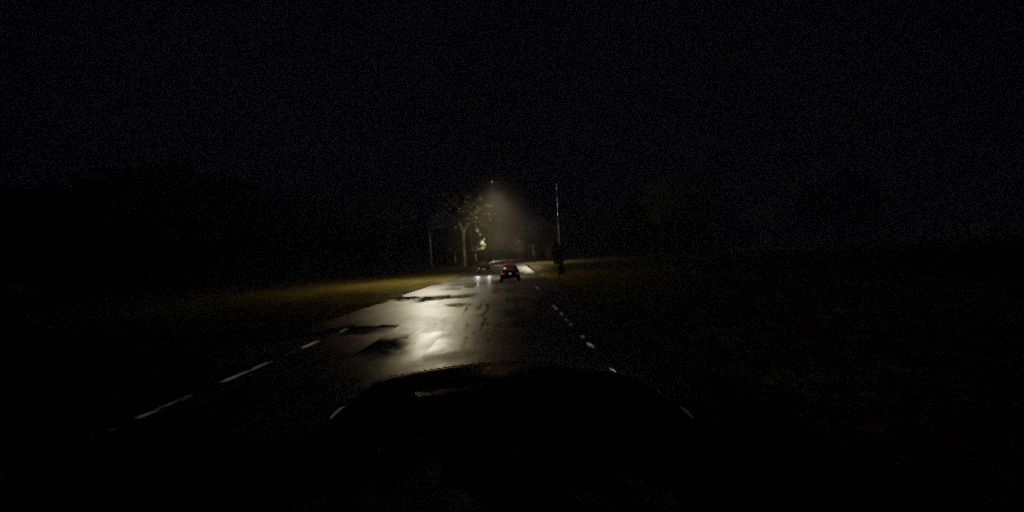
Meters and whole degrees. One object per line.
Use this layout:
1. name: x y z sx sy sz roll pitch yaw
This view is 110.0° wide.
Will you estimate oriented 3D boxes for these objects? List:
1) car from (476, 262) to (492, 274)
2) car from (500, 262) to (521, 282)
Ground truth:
1. car: -3.762 1.524 49.334 1.837 1.490 4.892 -3 0 0
2. car: -0.160 1.560 33.330 2.033 1.411 5.357 -3 0 0
